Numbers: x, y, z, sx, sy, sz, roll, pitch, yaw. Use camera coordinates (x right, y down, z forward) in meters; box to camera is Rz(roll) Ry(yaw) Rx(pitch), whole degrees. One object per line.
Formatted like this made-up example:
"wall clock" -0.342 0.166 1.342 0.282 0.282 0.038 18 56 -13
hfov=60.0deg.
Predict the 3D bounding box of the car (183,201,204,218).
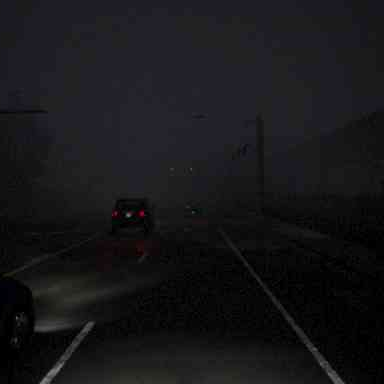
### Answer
"car" 0.114 1.601 32.155 2.128 1.511 4.902 0 0 0

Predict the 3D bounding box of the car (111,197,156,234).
"car" -3.523 1.341 20.544 2.150 2.045 5.566 0 0 -3

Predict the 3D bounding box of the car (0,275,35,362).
"car" -3.399 1.380 3.156 2.097 1.767 4.553 0 -1 0
